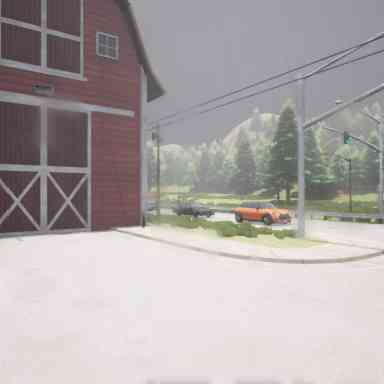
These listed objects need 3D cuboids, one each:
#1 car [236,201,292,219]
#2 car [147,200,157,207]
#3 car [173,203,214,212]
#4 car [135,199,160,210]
[{"bbox_3d":[5.405,1.524,25.577,2.097,1.767,4.553,0,0,-34],"label":"car"},{"bbox_3d":[-5.594,1.839,41.650,1.994,1.385,4.181,0,0,-35],"label":"car"},{"bbox_3d":[0.026,1.770,33.435,2.033,1.411,5.357,0,0,-34],"label":"car"},{"bbox_3d":[-6.640,1.847,49.556,1.812,1.442,4.674,0,0,-34],"label":"car"}]
